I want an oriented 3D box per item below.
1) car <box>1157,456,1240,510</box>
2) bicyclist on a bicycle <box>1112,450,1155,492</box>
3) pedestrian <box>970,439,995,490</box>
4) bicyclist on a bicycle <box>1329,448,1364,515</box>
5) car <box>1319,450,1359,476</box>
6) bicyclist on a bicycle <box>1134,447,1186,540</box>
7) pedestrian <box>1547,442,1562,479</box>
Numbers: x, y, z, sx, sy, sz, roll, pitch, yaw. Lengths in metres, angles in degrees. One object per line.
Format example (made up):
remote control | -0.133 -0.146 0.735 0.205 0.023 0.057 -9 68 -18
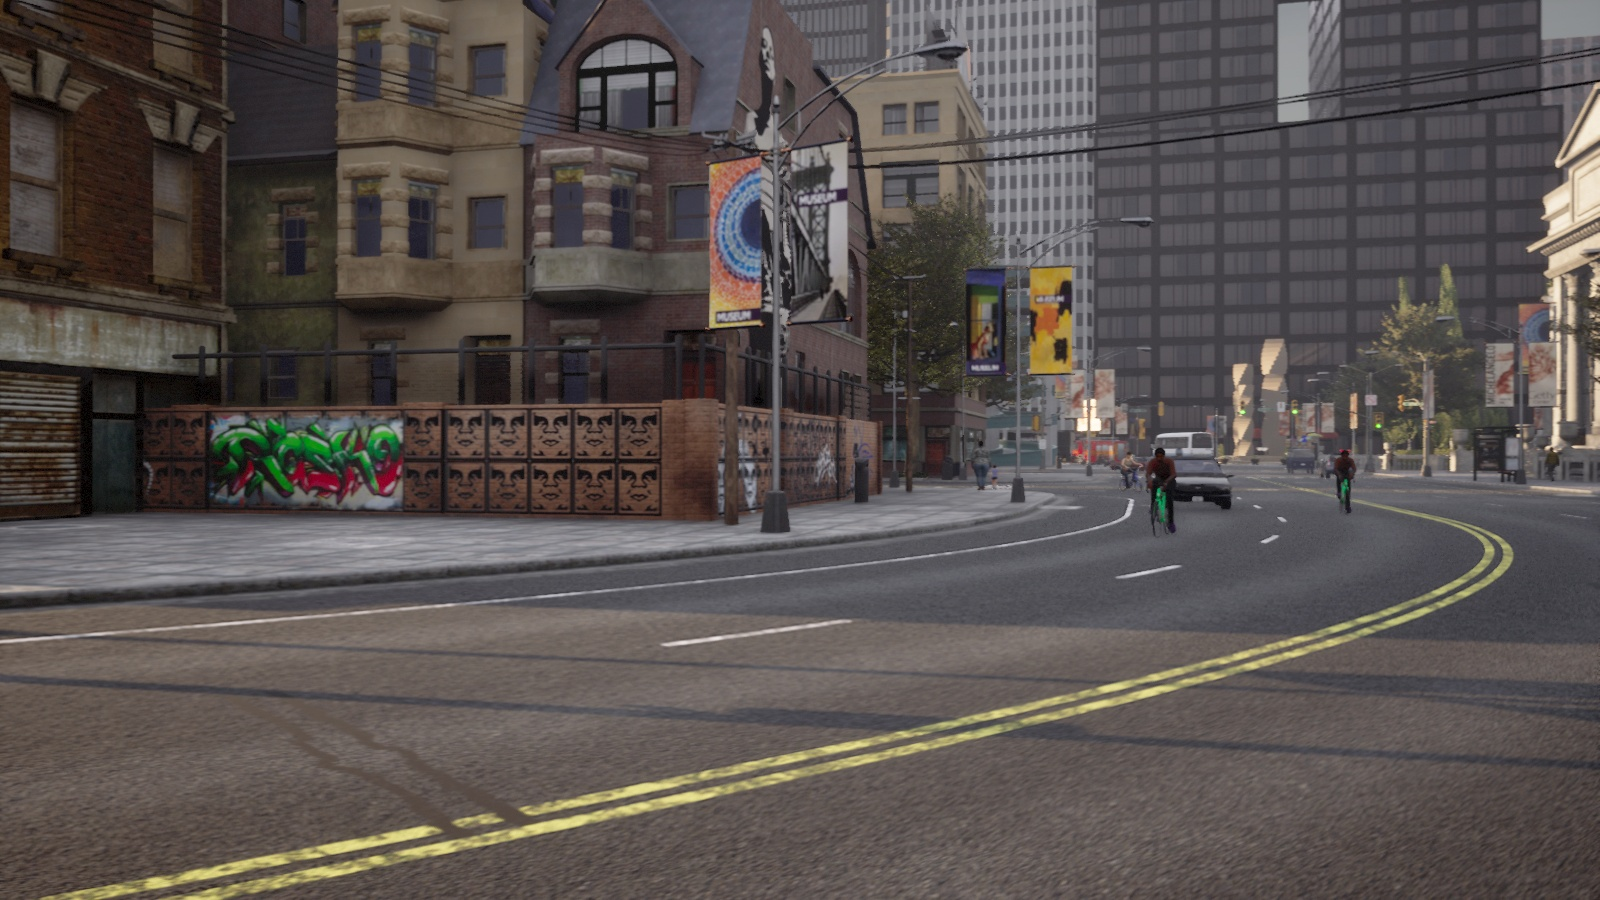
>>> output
car | 11.234 0.879 35.710 2.033 1.411 5.357 0 0 15
bicyclist on a bicycle | 13.063 0.807 49.208 0.866 1.612 1.509 -2 0 -21
pedestrian | 6.706 0.534 46.190 0.874 1.855 0.900 0 0 6
bicyclist on a bicycle | 13.697 0.764 31.522 0.582 1.620 1.656 0 0 16
car | 34.587 0.813 80.685 1.851 1.617 3.988 0 0 15
bicyclist on a bicycle | 6.527 0.754 22.711 0.582 1.620 1.656 -1 0 27
pedestrian | 37.693 0.504 62.716 0.370 1.835 0.726 0 0 7
